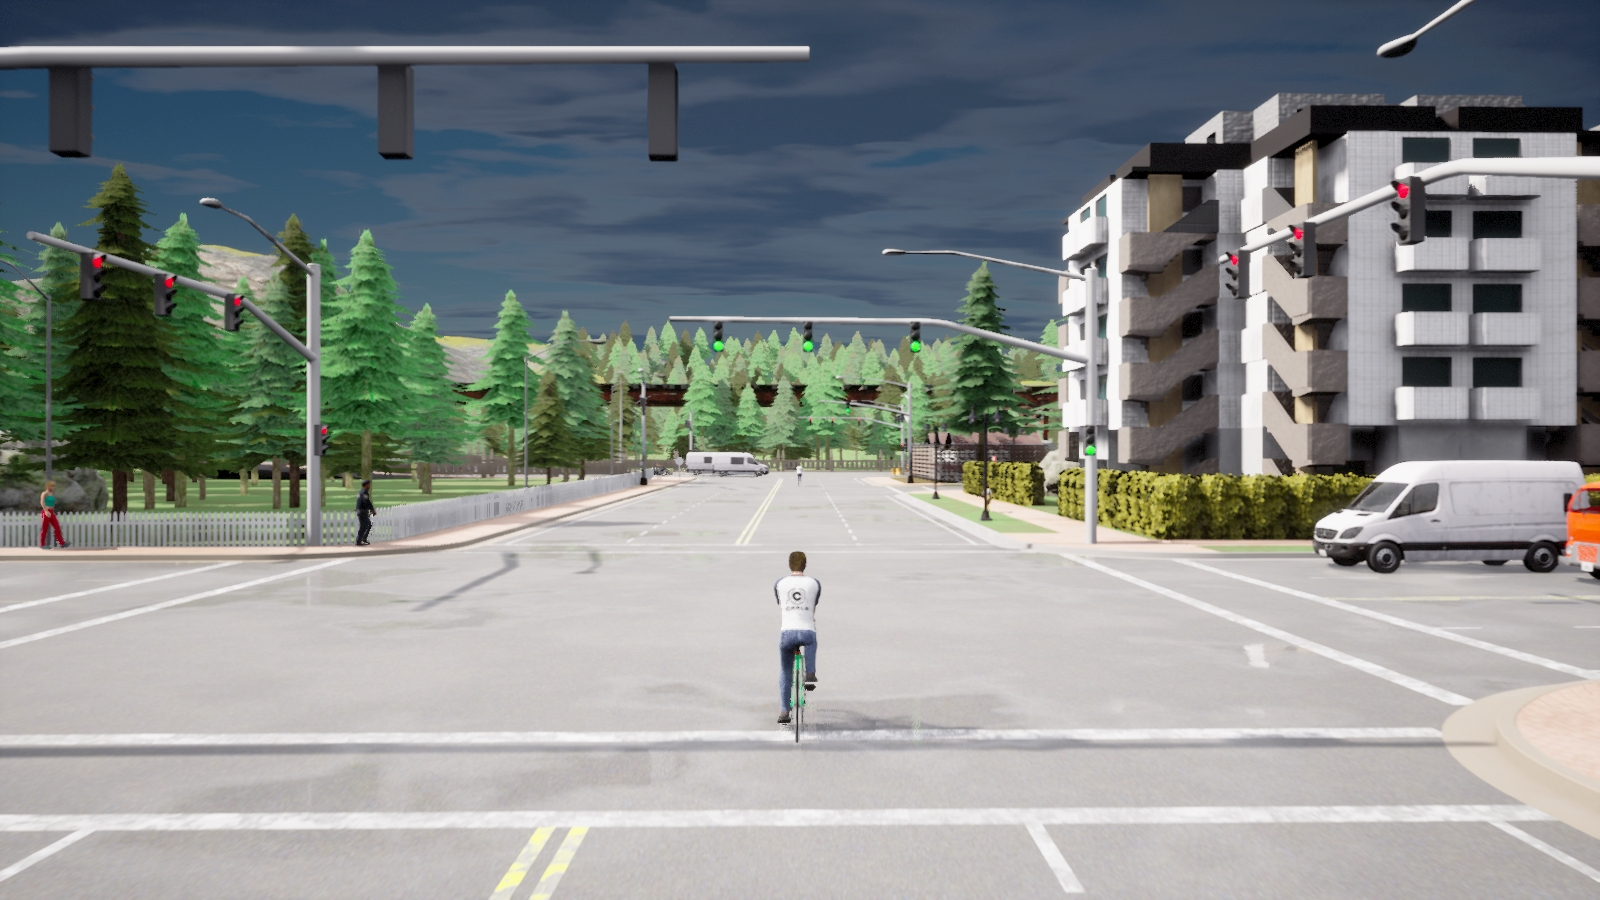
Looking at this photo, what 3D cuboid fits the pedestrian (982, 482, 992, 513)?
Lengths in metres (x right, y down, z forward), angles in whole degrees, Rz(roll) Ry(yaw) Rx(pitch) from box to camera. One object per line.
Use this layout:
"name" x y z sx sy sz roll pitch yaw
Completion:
"pedestrian" 7.875 1.980 48.028 0.375 1.300 0.375 0 0 2

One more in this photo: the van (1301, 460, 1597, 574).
"van" 15.189 1.535 26.940 5.915 2.561 1.988 0 0 -2

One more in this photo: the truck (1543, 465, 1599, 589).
"truck" 18.772 1.569 23.584 5.204 2.467 2.627 0 0 -2

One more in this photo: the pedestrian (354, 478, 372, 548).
"pedestrian" -11.870 1.699 31.039 0.375 1.860 0.375 0 0 -32

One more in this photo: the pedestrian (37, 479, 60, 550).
"pedestrian" -19.865 1.698 30.200 0.375 1.860 0.375 0 0 -1
